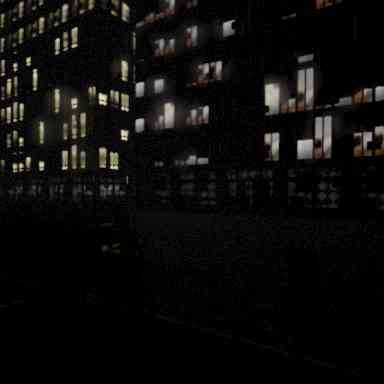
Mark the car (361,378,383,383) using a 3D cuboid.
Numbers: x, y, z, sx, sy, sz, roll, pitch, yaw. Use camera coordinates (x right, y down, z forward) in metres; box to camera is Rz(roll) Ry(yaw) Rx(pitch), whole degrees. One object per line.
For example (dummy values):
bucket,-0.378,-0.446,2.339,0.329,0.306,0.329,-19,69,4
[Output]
car,2.557,1.573,1.047,4.313,1.339,1.947,0,0,35
